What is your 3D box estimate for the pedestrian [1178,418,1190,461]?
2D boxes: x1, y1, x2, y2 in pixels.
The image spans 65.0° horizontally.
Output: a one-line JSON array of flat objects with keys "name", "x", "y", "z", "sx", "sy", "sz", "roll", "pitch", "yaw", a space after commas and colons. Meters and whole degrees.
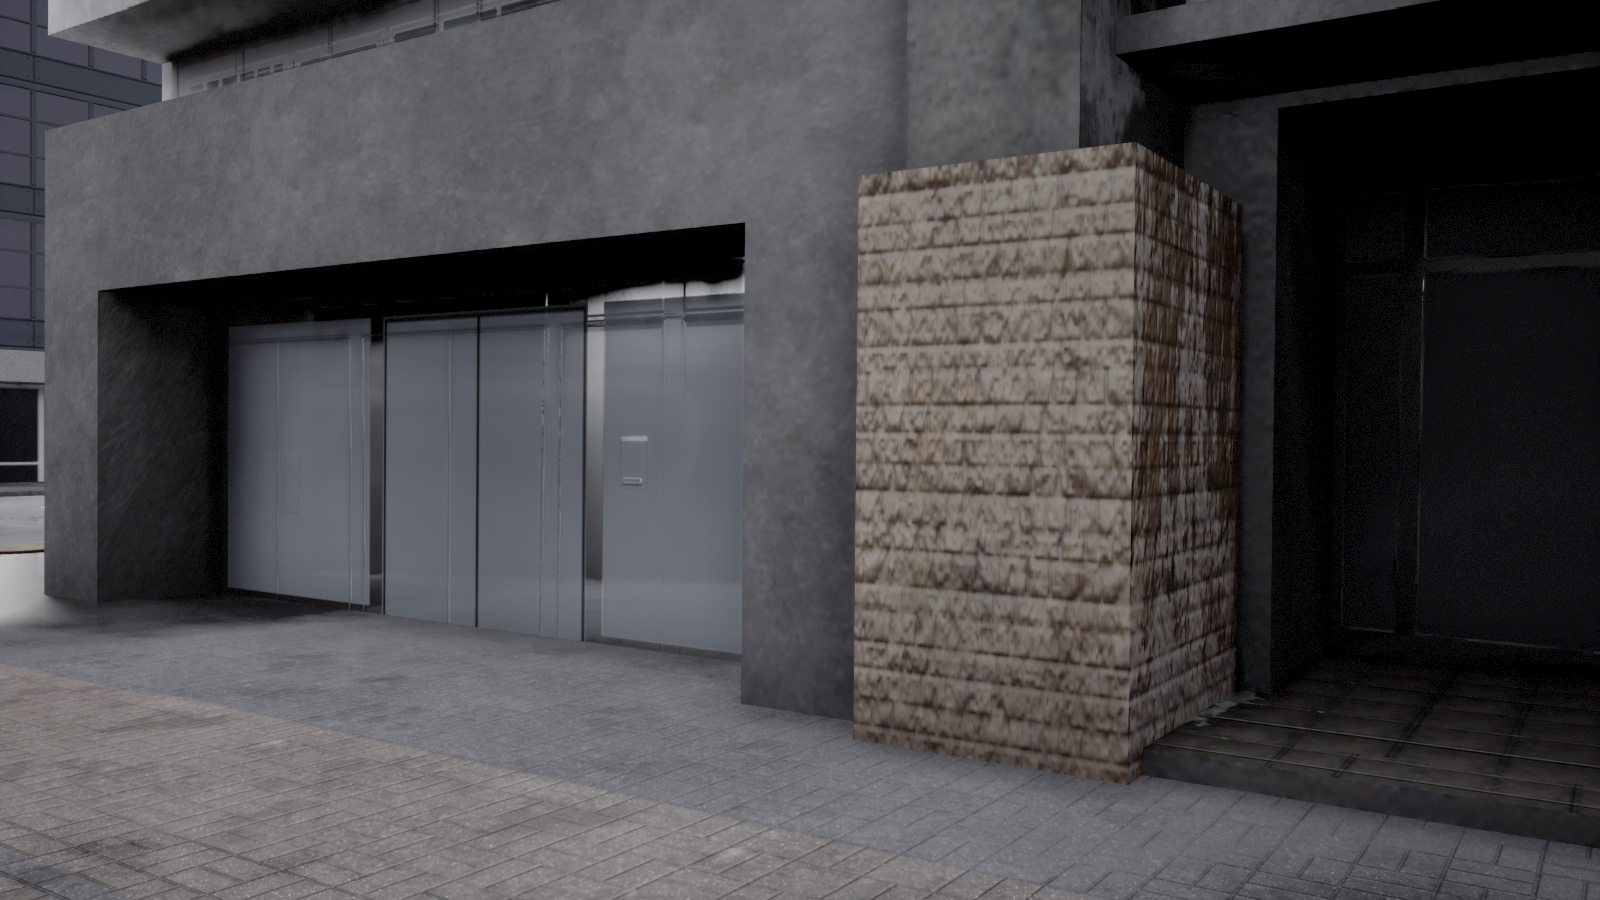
[{"name": "pedestrian", "x": 16.599, "y": -0.458, "z": 54.310, "sx": 0.345, "sy": 1.836, "sz": 0.594, "roll": 0, "pitch": 1, "yaw": 32}]
